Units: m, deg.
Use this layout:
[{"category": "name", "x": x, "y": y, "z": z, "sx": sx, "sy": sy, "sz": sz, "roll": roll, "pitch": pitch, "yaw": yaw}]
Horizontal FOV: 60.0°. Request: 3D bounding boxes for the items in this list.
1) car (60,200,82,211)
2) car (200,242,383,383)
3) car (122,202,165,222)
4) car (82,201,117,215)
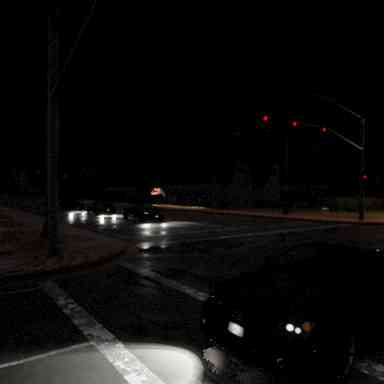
[{"category": "car", "x": -15.029, "y": 1.594, "z": 41.763, "sx": 1.895, "sy": 1.301, "sz": 4.718, "roll": 0, "pitch": 0, "yaw": -35}, {"category": "car", "x": 2.192, "y": 1.562, "z": 5.377, "sx": 4.181, "sy": 1.385, "sz": 1.994, "roll": 0, "pitch": 0, "yaw": -35}, {"category": "car", "x": -3.950, "y": 1.520, "z": 26.246, "sx": 1.812, "sy": 1.442, "sz": 4.674, "roll": 0, "pitch": 0, "yaw": -36}, {"category": "car", "x": -9.185, "y": 1.558, "z": 33.559, "sx": 1.994, "sy": 1.385, "sz": 4.181, "roll": 0, "pitch": 0, "yaw": -35}]
